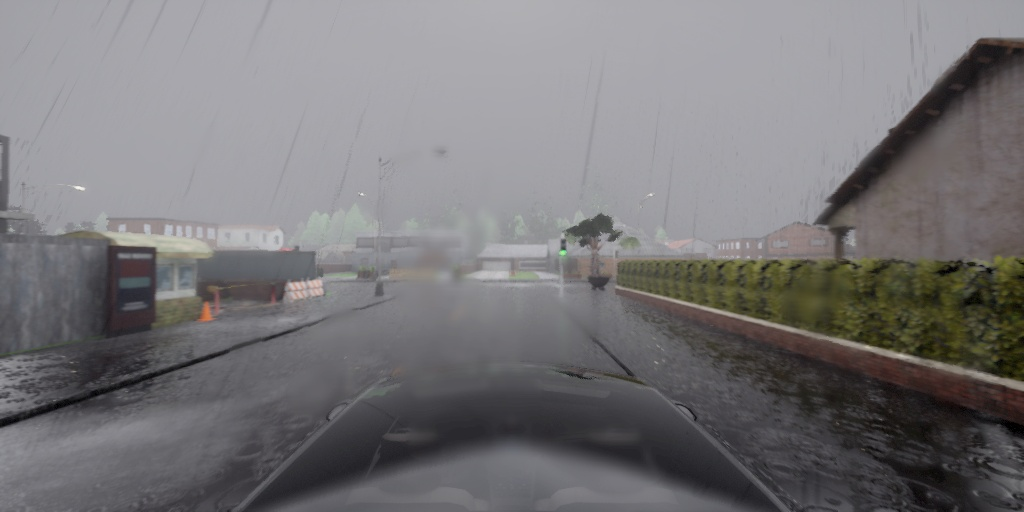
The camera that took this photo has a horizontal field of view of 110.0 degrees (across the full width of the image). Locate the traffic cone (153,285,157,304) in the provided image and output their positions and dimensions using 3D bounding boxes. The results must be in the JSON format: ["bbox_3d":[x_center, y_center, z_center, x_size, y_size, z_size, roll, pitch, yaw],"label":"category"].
[{"bbox_3d":[-15.842,1.748,16.272,0.344,0.586,0.344,0,0,0],"label":"traffic cone"}]

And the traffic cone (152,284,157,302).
[{"bbox_3d":[-16.882,1.786,17.271,0.344,0.586,0.344,0,0,0],"label":"traffic cone"}]

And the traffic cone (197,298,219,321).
[{"bbox_3d":[-9.670,1.724,11.344,0.344,0.586,0.344,0,0,0],"label":"traffic cone"}]

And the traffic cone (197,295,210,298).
[{"bbox_3d":[-10.389,1.701,11.864,0.344,0.586,0.344,0,0,0],"label":"traffic cone"}]
